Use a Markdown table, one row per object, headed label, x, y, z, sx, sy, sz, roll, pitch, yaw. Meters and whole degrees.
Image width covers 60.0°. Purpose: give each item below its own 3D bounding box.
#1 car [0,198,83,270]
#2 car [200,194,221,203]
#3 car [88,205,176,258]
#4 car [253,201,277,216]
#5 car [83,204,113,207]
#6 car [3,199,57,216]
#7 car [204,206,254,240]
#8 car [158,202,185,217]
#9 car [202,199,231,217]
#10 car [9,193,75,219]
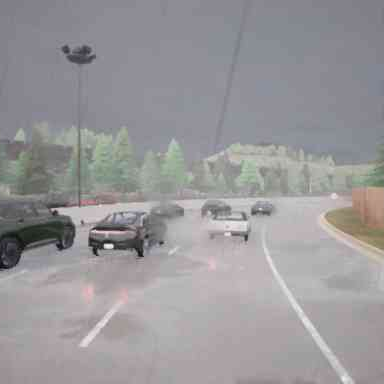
| label | x | y | z | sx | sy | sz | roll | pitch | yaw |
| --- | --- | --- | --- | --- | --- | --- | --- | --- | --- |
| car | -6.038 | 1.196 | 11.174 | 2.150 | 2.045 | 5.566 | 0 | 0 | 7 |
| car | 3.893 | 1.348 | 68.527 | 2.097 | 1.767 | 4.553 | 0 | 0 | 38 |
| car | -2.243 | 1.483 | 12.772 | 2.128 | 1.511 | 4.902 | 0 | 0 | 8 |
| car | 7.320 | 1.599 | 33.674 | 1.994 | 1.385 | 4.181 | 0 | 0 | 23 |
| car | -9.064 | 1.184 | 30.346 | 2.150 | 2.045 | 5.566 | 0 | 0 | 18 |
| car | -15.683 | 1.438 | 32.500 | 1.837 | 1.490 | 4.892 | 0 | 0 | 19 |
| car | 2.066 | 1.611 | 17.177 | 1.895 | 1.301 | 4.718 | 0 | 0 | 12 |
| car | -2.040 | 1.557 | 28.607 | 1.994 | 1.385 | 4.181 | 0 | 0 | 17 |
| car | 2.309 | 1.518 | 30.517 | 1.837 | 1.490 | 4.892 | 0 | 0 | 20 |
| car | -13.015 | 1.169 | 29.381 | 2.150 | 2.045 | 5.566 | 0 | 0 | 17 |
